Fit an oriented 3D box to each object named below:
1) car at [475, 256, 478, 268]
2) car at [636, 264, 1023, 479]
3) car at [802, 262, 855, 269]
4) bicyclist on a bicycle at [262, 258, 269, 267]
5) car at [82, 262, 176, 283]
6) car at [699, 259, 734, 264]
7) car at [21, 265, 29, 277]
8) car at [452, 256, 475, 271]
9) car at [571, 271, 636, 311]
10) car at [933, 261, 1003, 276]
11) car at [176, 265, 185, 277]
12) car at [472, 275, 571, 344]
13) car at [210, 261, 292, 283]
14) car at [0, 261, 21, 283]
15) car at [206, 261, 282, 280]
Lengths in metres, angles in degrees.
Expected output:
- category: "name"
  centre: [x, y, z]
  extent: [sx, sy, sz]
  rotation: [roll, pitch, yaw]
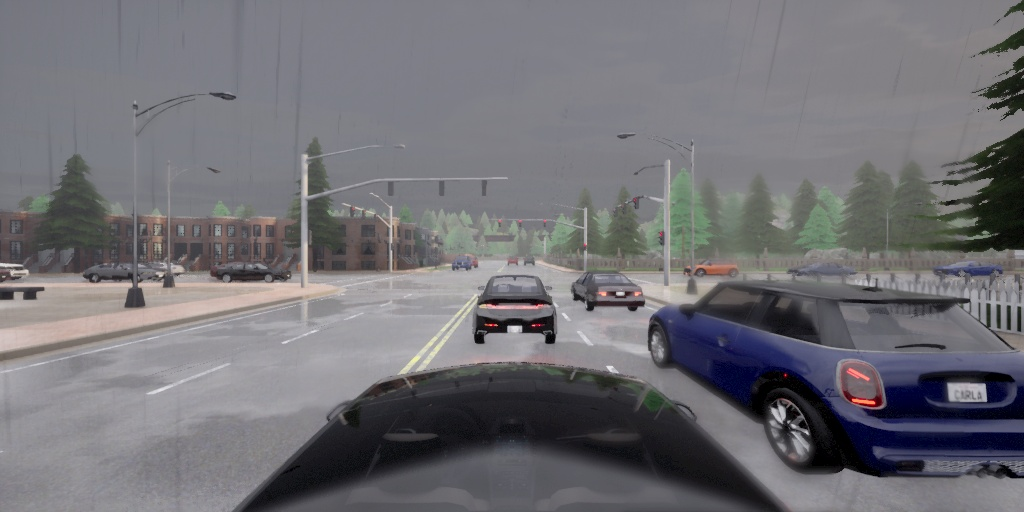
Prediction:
- category: "car"
  centre: [-6.945, 0.971, 60.501]
  extent: [2.150, 2.045, 5.566]
  rotation: [0, 0, 0]
- category: "car"
  centre: [3.608, 1.102, 4.963]
  extent: [2.097, 1.767, 4.553]
  rotation: [0, 0, 0]
- category: "car"
  centre: [29.238, 1.297, 33.926]
  extent: [5.357, 1.411, 2.033]
  rotation: [0, 0, 1]
- category: "bicyclist on a bicycle"
  centre: [-28.735, 1.053, 41.685]
  extent: [0.582, 1.620, 1.656]
  rotation: [0, 0, -1]
- category: "car"
  centre: [-28.998, 1.242, 26.961]
  extent: [4.902, 1.511, 2.128]
  rotation: [0, 0, -4]
- category: "car"
  centre: [18.775, 1.102, 33.963]
  extent: [4.553, 1.767, 2.097]
  rotation: [0, 0, 0]
- category: "car"
  centre: [-42.168, 0.970, 27.914]
  extent: [5.566, 2.045, 2.150]
  rotation: [0, 0, -21]
- category: "car"
  centre: [-6.972, 0.971, 50.276]
  extent: [2.150, 2.045, 5.566]
  rotation: [0, 0, 1]
- category: "car"
  centre: [3.610, 1.297, 14.380]
  extent: [2.033, 1.411, 5.357]
  rotation: [0, 0, 1]
- category: "car"
  centre: [42.941, 1.228, 33.860]
  extent: [5.008, 1.535, 1.882]
  rotation: [0, 0, 0]
- category: "car"
  centre: [-33.777, 1.276, 33.786]
  extent: [4.674, 1.442, 1.812]
  rotation: [0, 0, -7]
- category: "car"
  centre: [0.079, 1.242, 9.555]
  extent: [2.128, 1.511, 4.902]
  rotation: [0, 0, 1]
- category: "car"
  centre: [-19.502, 1.228, 27.231]
  extent: [5.008, 1.535, 1.882]
  rotation: [0, 0, -1]
- category: "car"
  centre: [-39.168, 1.228, 25.243]
  extent: [5.008, 1.535, 1.882]
  rotation: [0, 0, -18]
- category: "car"
  centre: [-22.811, 1.228, 30.669]
  extent: [5.008, 1.535, 1.882]
  rotation: [0, 0, -1]
